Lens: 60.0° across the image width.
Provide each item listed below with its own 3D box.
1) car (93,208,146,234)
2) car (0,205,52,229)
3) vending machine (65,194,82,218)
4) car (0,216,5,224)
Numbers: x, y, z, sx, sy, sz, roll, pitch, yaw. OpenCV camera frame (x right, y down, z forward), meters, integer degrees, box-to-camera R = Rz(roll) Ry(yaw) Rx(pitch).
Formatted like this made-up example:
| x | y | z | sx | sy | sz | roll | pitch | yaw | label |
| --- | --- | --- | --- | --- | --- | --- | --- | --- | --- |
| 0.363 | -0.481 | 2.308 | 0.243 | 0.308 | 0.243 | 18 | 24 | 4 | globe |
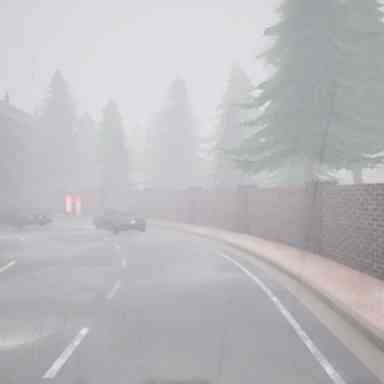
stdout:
| x | y | z | sx | sy | sz | roll | pitch | yaw | label |
| --- | --- | --- | --- | --- | --- | --- | --- | --- | --- |
| -4.365 | 1.608 | 19.759 | 1.994 | 1.385 | 4.181 | 0 | 0 | -34 | car |
| -11.544 | 1.597 | 22.142 | 5.357 | 1.411 | 2.033 | 0 | 0 | 34 | car |
| -10.668 | 1.262 | 30.023 | 0.880 | 2.100 | 1.100 | 0 | 0 | 26 | vending machine |
| -7.438 | 1.623 | 9.876 | 1.895 | 1.301 | 4.718 | 0 | 0 | -14 | car |
